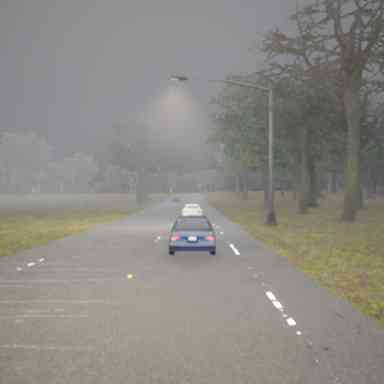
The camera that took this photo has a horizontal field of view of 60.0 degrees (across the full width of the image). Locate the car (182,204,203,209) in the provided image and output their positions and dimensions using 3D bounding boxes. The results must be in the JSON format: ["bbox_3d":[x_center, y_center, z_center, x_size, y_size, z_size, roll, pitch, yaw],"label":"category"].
[{"bbox_3d":[0.039,1.764,29.390,1.812,1.442,4.674,0,0,0],"label":"car"}]

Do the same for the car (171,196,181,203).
[{"bbox_3d":[-3.414,1.602,71.050,2.033,1.411,5.357,0,1,0],"label":"car"}]

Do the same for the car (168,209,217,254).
[{"bbox_3d":[0.018,1.682,14.005,2.033,1.411,5.357,0,-1,0],"label":"car"}]
